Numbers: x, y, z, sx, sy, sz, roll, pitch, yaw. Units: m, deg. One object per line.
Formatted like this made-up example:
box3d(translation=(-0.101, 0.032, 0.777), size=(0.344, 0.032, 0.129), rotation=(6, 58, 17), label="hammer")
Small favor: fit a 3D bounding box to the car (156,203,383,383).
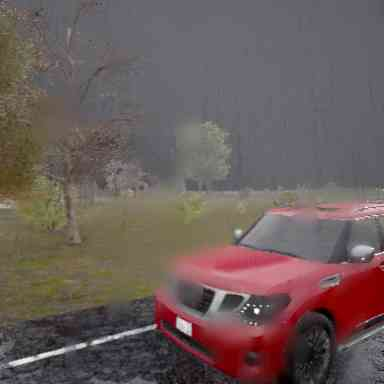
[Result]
box3d(translation=(2.154, 1.235, 5.532), size=(5.566, 2.045, 2.150), rotation=(0, 0, -36), label="car")
